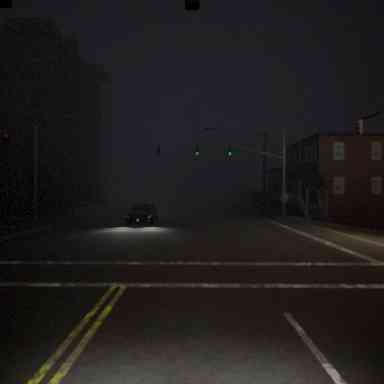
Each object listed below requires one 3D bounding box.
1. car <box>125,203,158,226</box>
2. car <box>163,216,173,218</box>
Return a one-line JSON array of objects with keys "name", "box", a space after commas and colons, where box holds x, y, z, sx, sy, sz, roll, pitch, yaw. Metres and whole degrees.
[{"name": "car", "box": [-3.499, 1.567, 23.825, 1.837, 1.490, 4.892, 0, 0, 0]}, {"name": "car", "box": [-3.488, 4.307, 49.546, 2.128, 1.511, 4.902, 0, -12, 0]}]
